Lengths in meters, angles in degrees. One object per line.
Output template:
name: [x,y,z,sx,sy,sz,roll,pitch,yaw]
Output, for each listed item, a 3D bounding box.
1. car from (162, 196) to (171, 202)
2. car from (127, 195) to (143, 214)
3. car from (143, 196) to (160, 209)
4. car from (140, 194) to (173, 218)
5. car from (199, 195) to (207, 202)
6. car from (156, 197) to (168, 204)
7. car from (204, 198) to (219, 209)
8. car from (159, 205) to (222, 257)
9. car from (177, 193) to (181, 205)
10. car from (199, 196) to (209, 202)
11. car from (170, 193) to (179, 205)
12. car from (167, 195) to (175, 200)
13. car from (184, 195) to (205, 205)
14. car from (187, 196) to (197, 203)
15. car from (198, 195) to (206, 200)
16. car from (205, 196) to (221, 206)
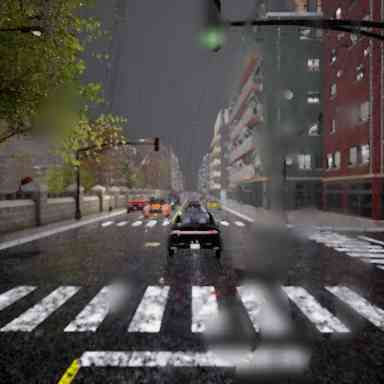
car: [-5.712,1.586,74.688,1.802,1.307,4.206,0,0,0]
car: [-5.703,1.306,35.941,2.192,1.841,5.009,0,0,0]
car: [-5.706,1.434,47.012,1.967,1.590,4.097,0,0,0]
car: [-3.072,1.343,30.010,2.097,1.767,4.553,0,0,-1]
car: [2.667,1.553,80.226,1.887,1.381,4.507,0,0,0]
car: [-5.709,1.581,63.617,1.802,1.307,4.206,0,0,0]
car: [2.675,1.539,47.014,1.887,1.381,4.507,0,0,0]
car: [0.096,1.486,12.855,2.128,1.511,4.902,0,0,0]
car: [-3.074,1.219,55.121,2.150,2.045,5.566,0,0,0]
car: [2.668,1.549,74.691,1.887,1.381,4.507,0,0,0]
car: [-3.100,1.344,41.157,2.097,1.767,4.553,0,0,0]
car: [-5.716,1.567,91.294,2.008,1.369,4.403,0,0,0]
car: [0.089,1.483,39.722,2.128,1.511,4.902,0,0,0]
car: [-0.017,1.543,71.665,2.033,1.411,5.357,0,0,0]
car: [2.664,1.582,91.297,1.947,1.339,4.313,0,0,0]
car: [2.676,1.518,41.649,1.752,1.417,4.829,0,0,0]
